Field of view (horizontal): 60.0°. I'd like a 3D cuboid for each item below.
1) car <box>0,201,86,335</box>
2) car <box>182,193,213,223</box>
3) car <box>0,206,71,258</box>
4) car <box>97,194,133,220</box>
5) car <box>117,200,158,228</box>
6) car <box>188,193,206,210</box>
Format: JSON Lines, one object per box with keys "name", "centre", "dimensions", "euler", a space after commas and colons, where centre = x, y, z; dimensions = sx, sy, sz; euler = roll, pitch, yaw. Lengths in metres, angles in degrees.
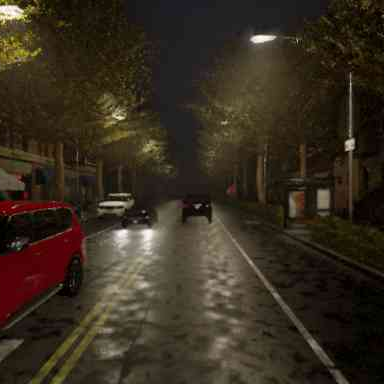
{"name": "car", "centre": [-3.550, 1.207, 5.557], "dimensions": [2.150, 2.045, 5.566], "euler": [0, 0, 1]}
{"name": "car", "centre": [0.394, 1.173, 25.422], "dimensions": [2.150, 2.045, 5.566], "euler": [0, -1, 1]}
{"name": "car", "centre": [-6.986, 1.443, 13.581], "dimensions": [2.231, 1.521, 4.892], "euler": [0, 0, 1]}
{"name": "car", "centre": [-6.228, 1.169, 27.939], "dimensions": [2.435, 2.045, 5.566], "euler": [0, 0, 1]}
{"name": "car", "centre": [-3.332, 1.482, 22.060], "dimensions": [1.812, 1.442, 4.674], "euler": [0, 0, 1]}
{"name": "car", "centre": [0.609, 1.154, 43.337], "dimensions": [2.150, 2.045, 5.566], "euler": [0, 0, 0]}
